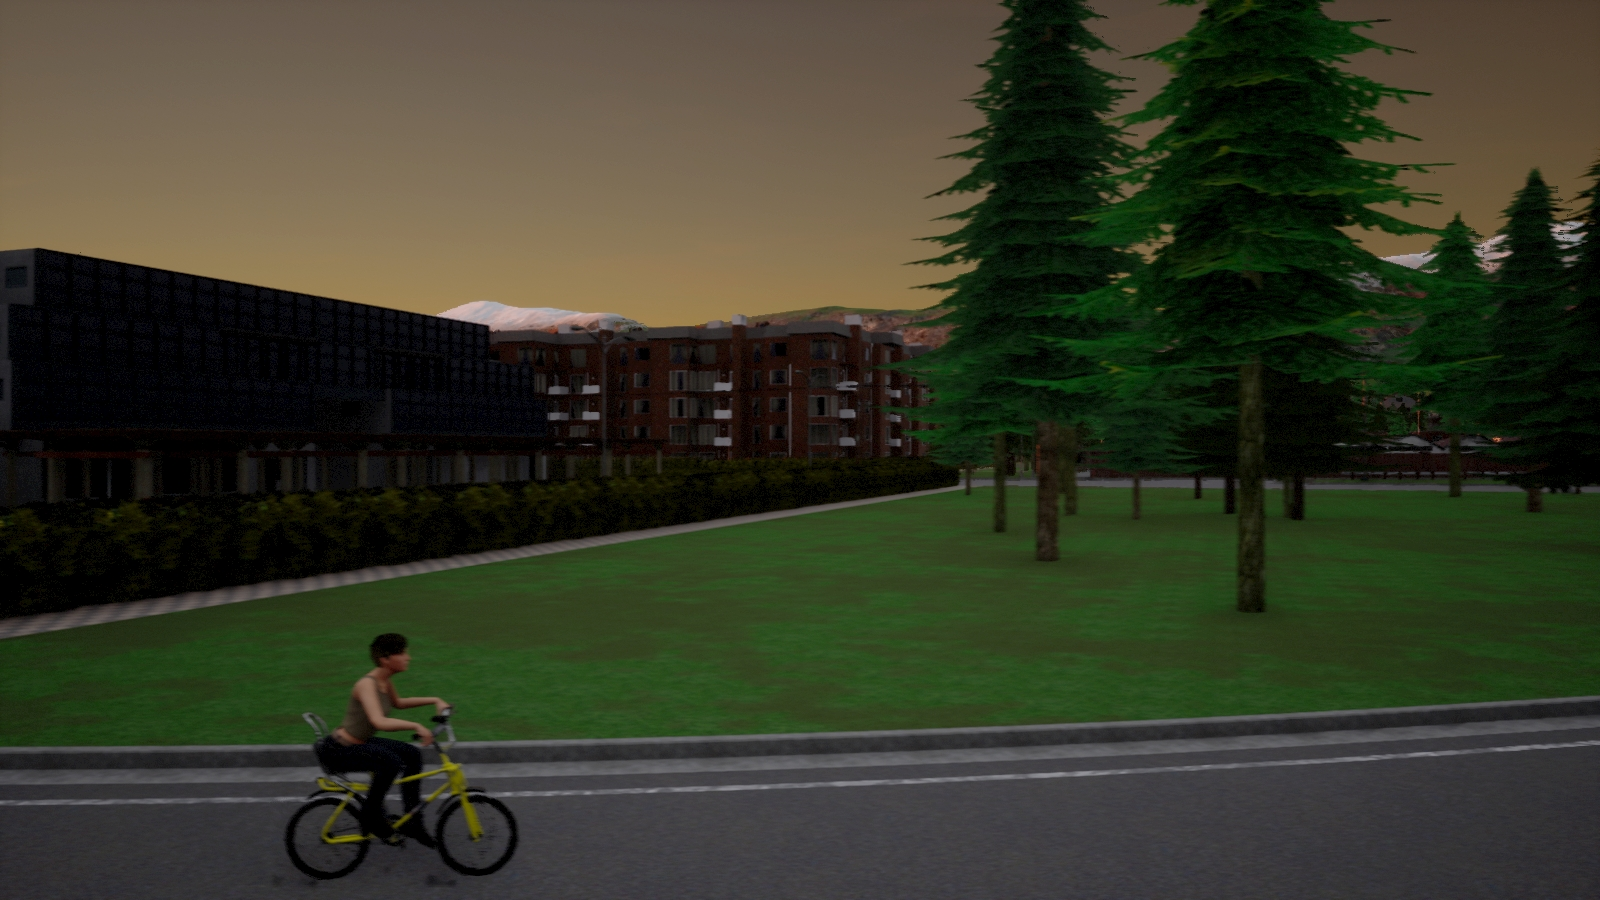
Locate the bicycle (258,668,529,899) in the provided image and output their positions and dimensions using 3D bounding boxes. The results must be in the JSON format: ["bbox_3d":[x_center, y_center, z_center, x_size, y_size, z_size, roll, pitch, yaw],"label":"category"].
[{"bbox_3d":[-2.599,2.154,7.469,1.487,1.276,0.859,0,0,-4],"label":"bicycle"}]
